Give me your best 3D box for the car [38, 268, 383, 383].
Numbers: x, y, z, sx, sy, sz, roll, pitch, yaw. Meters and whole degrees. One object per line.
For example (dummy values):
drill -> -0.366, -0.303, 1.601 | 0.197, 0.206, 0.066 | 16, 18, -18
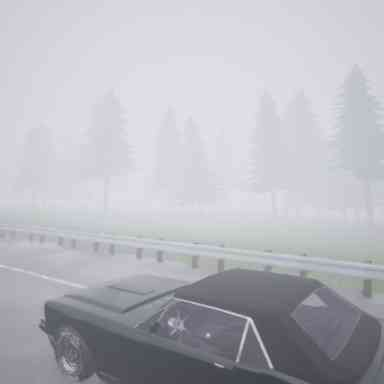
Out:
car -> 0.323, 1.601, 3.762 | 4.718, 1.301, 1.895 | 0, 0, 36
